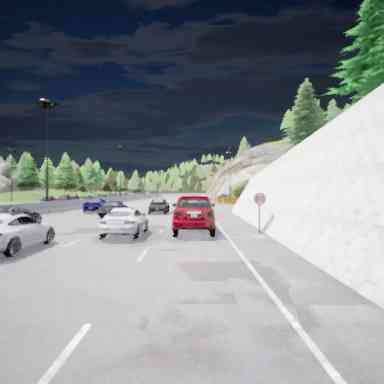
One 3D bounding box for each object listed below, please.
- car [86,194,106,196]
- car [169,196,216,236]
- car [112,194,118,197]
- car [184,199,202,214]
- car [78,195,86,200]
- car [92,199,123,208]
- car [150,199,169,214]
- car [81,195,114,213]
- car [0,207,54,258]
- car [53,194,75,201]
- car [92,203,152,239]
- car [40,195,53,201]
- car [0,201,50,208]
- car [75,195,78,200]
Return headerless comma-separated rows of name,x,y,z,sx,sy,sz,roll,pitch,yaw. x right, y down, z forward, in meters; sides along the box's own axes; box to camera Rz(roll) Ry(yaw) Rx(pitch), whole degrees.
car,-21.009,1.416,72.875,1.882,1.535,5.008,0,0,0
car,0.097,1.206,18.351,2.150,2.045,5.566,0,0,0
car,-21.011,1.424,88.708,1.837,1.490,4.892,0,0,0
car,0.095,1.495,35.998,1.812,1.442,4.674,0,0,0
car,-28.011,1.449,88.707,1.812,1.442,4.674,0,0,0
car,-6.904,1.522,29.629,2.033,1.411,5.357,0,0,0
car,-3.405,1.462,34.928,2.128,1.511,4.902,0,0,0
car,-10.404,1.446,36.511,1.882,1.535,5.008,0,0,0
car,-6.902,1.515,12.553,1.812,1.442,4.674,0,0,0
car,-28.009,1.293,72.904,2.097,1.767,4.553,0,0,0
car,-3.403,1.511,17.003,1.812,1.442,4.674,0,0,0
car,-31.509,1.462,72.874,1.812,1.442,4.674,0,0,0
car,-10.403,1.475,18.999,2.128,1.511,4.902,0,0,0
car,-31.511,1.449,88.707,1.812,1.442,4.674,0,0,0
